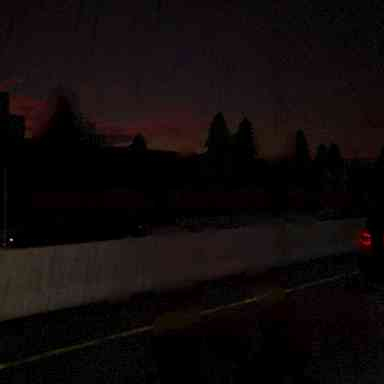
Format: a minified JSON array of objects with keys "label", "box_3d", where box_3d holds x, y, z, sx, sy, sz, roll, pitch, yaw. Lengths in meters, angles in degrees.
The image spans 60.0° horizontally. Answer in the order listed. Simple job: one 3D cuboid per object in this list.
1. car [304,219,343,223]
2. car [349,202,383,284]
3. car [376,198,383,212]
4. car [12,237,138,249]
[{"label":"car","box_3d":[8.059,1.465,18.337,5.008,1.535,1.882,0,0,-35]},{"label":"car","box_3d":[6.376,1.214,8.293,5.566,2.045,2.150,0,0,-35]},{"label":"car","box_3d":[22.859,1.477,37.477,4.892,1.490,1.837,1,0,-35]},{"label":"car","box_3d":[-4.619,1.544,13.593,5.357,1.411,2.033,0,0,-35]}]
